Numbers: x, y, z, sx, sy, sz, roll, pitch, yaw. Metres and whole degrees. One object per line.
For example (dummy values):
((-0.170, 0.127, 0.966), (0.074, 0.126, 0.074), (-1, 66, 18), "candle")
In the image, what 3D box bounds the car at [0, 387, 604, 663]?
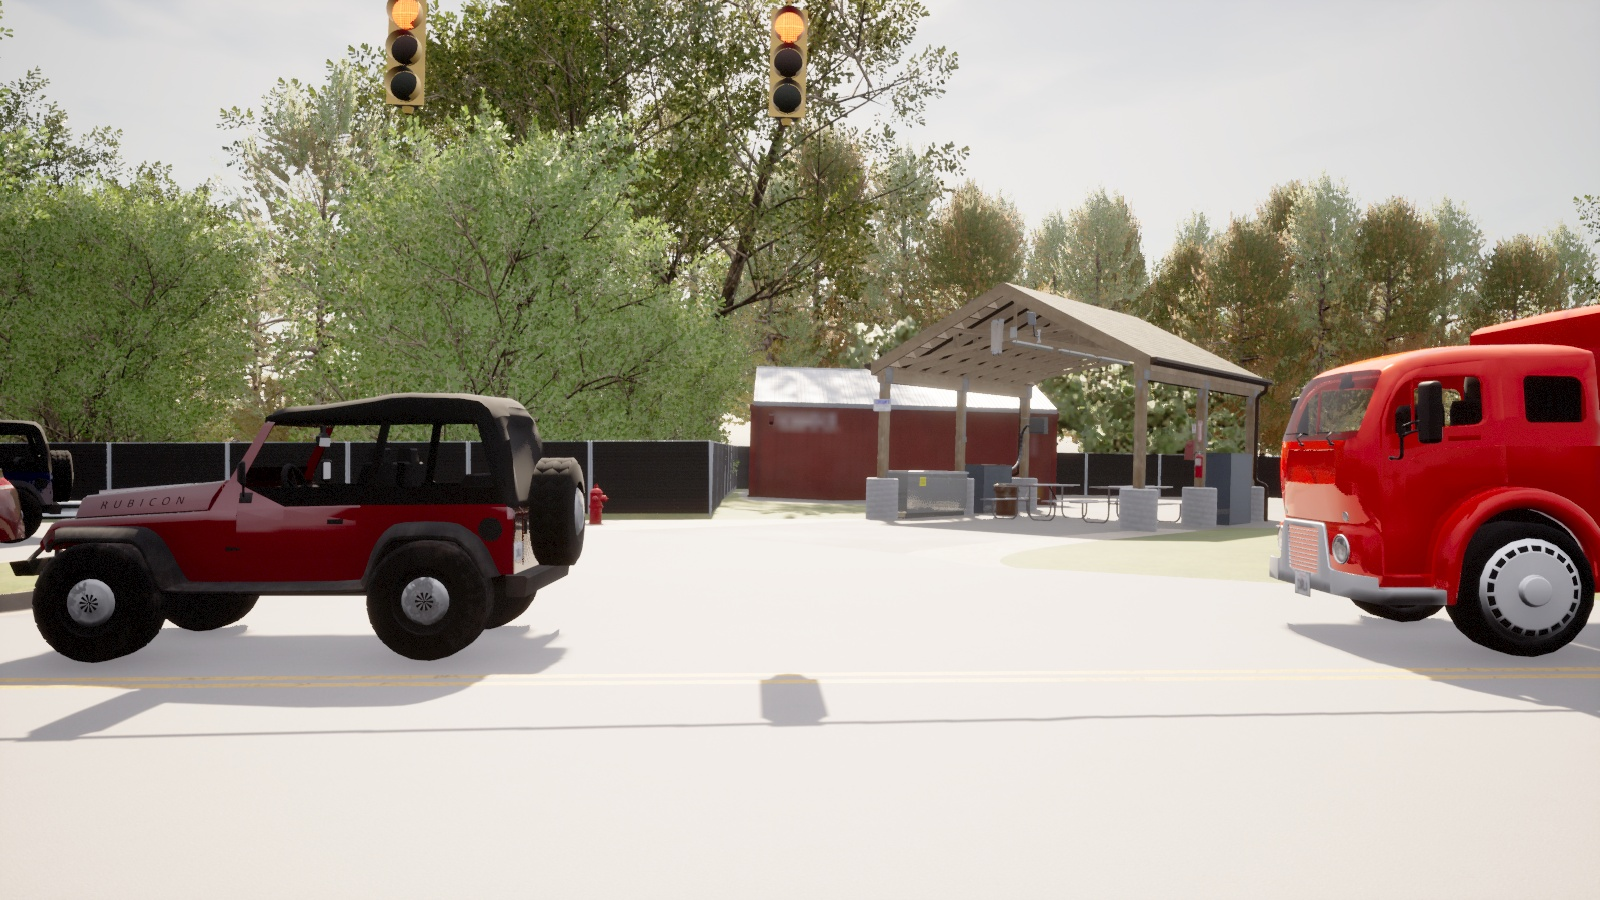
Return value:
((-3.577, 0.518, 9.586), (3.866, 1.878, 1.905), (0, 0, 0), "car")

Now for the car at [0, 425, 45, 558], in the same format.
((-12.019, 0.471, 14.677), (2.152, 1.651, 5.027), (1, 0, 41), "car")

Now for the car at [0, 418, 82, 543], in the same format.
((-13.277, 0.428, 19.139), (3.866, 1.878, 1.905), (1, 1, -36), "car")

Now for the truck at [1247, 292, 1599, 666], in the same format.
((6.484, 0.191, 9.585), (5.204, 2.467, 2.627), (0, 0, 1), "truck")
